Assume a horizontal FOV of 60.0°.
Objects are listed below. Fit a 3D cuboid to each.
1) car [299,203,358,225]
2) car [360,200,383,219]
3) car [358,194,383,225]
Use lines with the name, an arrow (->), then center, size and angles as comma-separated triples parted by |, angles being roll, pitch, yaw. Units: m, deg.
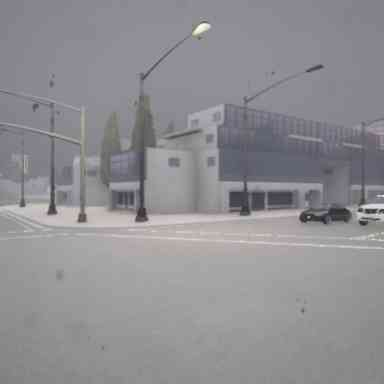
car -> 9.554, 1.506, 23.714 | 4.181, 1.385, 1.994 | 0, 0, -36
car -> 17.071, 1.431, 29.078 | 5.357, 1.411, 2.033 | -1, 1, -35
car -> 13.216, 1.153, 22.027 | 5.566, 2.045, 2.150 | 0, 0, -35
